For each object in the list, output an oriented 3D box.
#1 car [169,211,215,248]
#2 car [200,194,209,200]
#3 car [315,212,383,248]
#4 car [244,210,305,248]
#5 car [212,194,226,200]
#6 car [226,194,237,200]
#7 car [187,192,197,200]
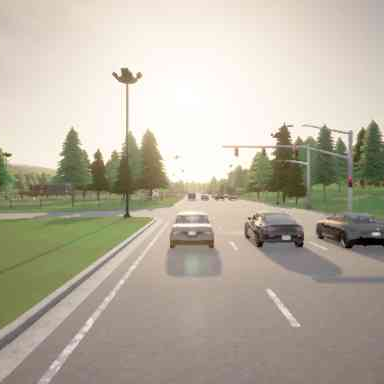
[{"bbox_3d":[0.000,1.560,14.650,2.033,1.411,5.357,0,0,0],"label":"car"},{"bbox_3d":[3.500,1.423,86.472,2.033,1.411,5.357,0,0,0],"label":"car"},{"bbox_3d":[7.000,1.570,14.650,1.994,1.385,4.181,0,0,0],"label":"car"},{"bbox_3d":[3.500,1.530,14.650,1.812,1.442,4.674,0,0,0],"label":"car"},{"bbox_3d":[7.000,1.238,86.442,2.097,1.767,4.553,0,0,0],"label":"car"},{"bbox_3d":[10.500,1.496,86.918,1.895,1.301,4.718,0,0,0],"label":"car"},{"bbox_3d":[0.000,1.108,86.502,2.150,2.045,5.566,0,0,0],"label":"car"}]
